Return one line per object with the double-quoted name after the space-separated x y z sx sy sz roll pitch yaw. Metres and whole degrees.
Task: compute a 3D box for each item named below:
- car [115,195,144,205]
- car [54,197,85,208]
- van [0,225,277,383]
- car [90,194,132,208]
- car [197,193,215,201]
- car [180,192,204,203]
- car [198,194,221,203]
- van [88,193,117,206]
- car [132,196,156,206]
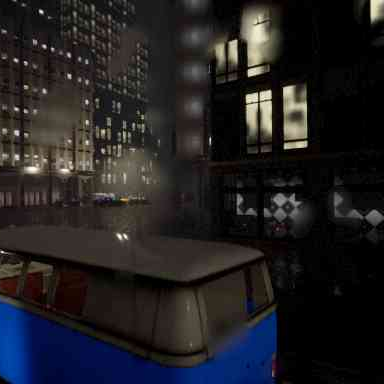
-10.327 1.278 54.939 1.752 1.417 4.829 0 0 36 "car"
-16.891 1.403 45.975 1.947 1.339 4.313 0 0 36 "car"
-1.082 1.342 3.663 3.998 1.788 1.690 0 -1 36 "van"
-10.107 1.267 41.058 1.887 1.381 4.507 0 0 36 "car"
3.104 1.016 73.278 1.967 1.590 4.097 0 0 36 "car"
-0.115 0.909 54.702 2.192 1.841 5.009 0 0 36 "car"
3.218 1.101 59.252 2.008 1.369 4.403 0 0 36 "car"
-13.560 1.135 50.525 1.690 1.788 3.998 0 0 36 "van"
-6.776 1.230 45.606 2.008 1.369 4.403 0 0 36 "car"
